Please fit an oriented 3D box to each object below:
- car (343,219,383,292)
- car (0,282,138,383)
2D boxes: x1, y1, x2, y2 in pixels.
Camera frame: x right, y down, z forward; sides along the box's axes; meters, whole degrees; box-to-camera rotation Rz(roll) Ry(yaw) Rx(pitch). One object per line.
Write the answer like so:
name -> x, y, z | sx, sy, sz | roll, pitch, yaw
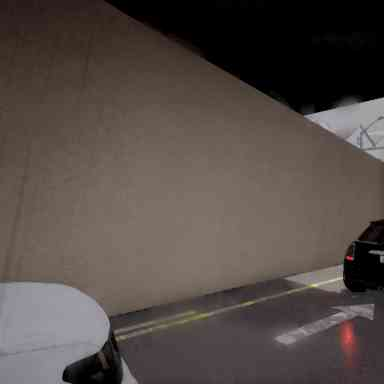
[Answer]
car -> 5.556, 1.352, 7.726 | 4.553, 1.767, 2.097 | 0, 0, -36
car -> -3.039, 1.221, 1.620 | 5.566, 2.045, 2.150 | 0, 0, -36
